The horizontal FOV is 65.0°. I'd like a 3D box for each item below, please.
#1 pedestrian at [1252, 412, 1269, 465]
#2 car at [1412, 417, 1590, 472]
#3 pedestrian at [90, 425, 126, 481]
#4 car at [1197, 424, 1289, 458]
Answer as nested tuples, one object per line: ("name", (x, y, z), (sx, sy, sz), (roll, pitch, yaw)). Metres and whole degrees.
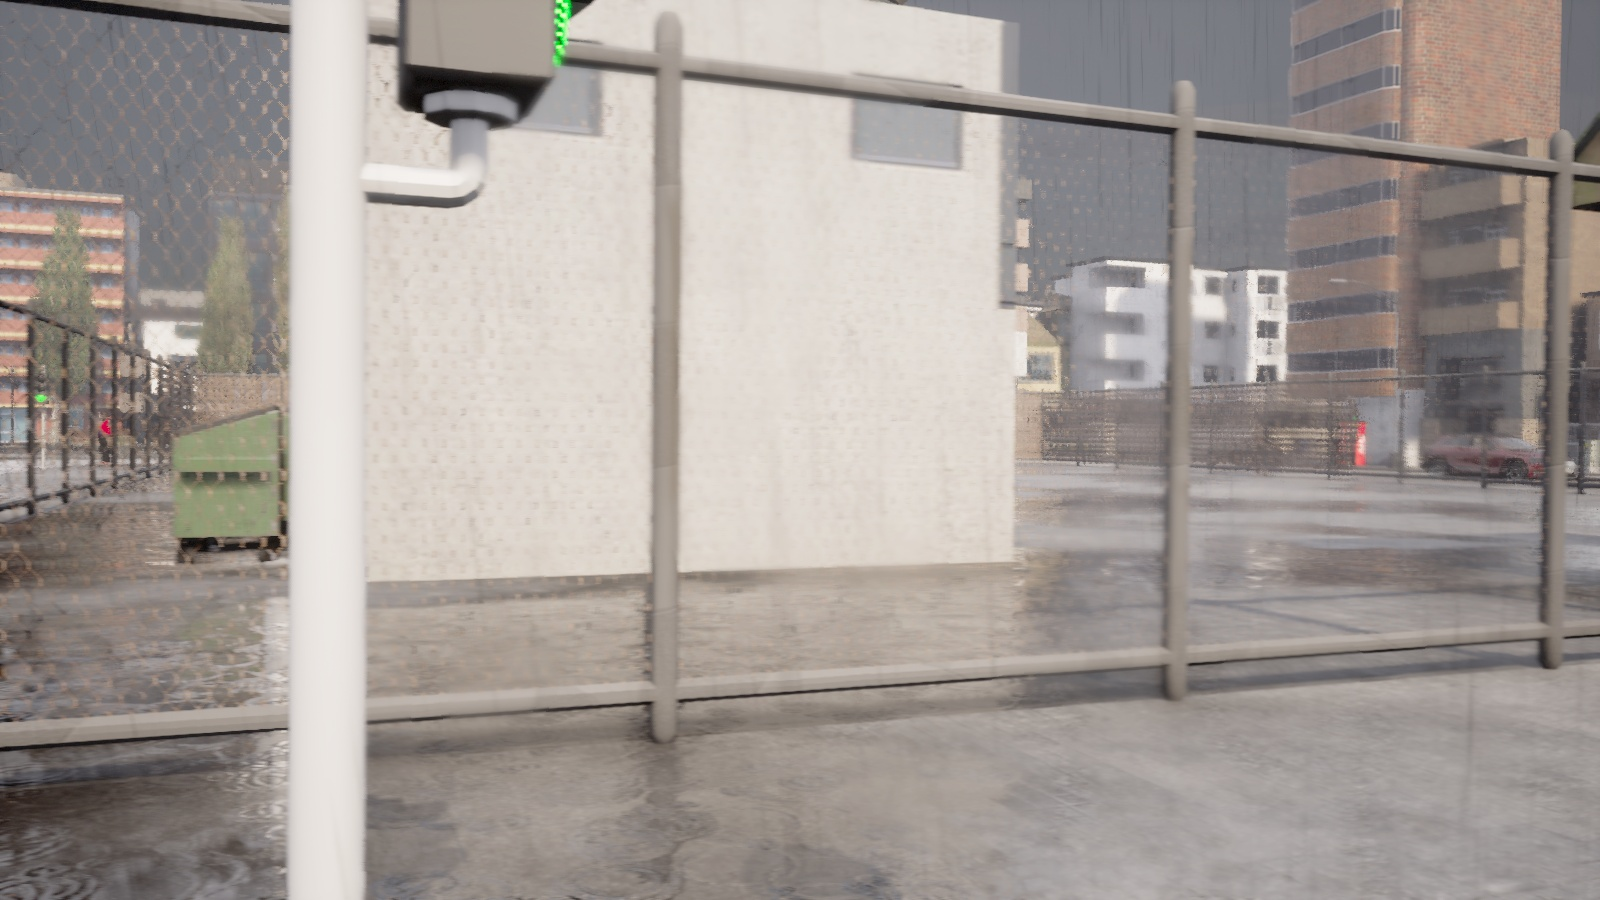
("pedestrian", (16.048, -0.410, 43.810), (0.331, 1.846, 0.634), (-1, 1, -2))
("car", (22.369, -0.205, 40.297), (2.033, 1.649, 4.856), (-1, 1, -20))
("pedestrian", (-23.184, 0.080, 42.074), (0.634, 1.844, 0.899), (0, 1, 44))
("car", (20.180, -0.427, 57.332), (1.970, 1.475, 3.806), (-1, 1, -20))
